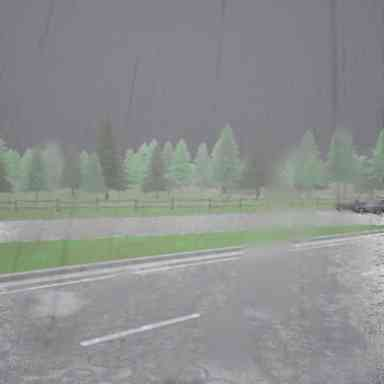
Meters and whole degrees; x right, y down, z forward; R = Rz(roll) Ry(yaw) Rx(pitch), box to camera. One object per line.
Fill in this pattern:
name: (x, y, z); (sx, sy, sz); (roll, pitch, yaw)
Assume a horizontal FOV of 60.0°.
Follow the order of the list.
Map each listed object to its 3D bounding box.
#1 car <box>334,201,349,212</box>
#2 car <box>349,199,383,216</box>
car: (17.129, 1.440, 34.688); (4.718, 1.301, 1.895); (0, 0, -25)
car: (17.057, 1.418, 30.791); (4.181, 1.385, 1.994); (0, 0, -25)
